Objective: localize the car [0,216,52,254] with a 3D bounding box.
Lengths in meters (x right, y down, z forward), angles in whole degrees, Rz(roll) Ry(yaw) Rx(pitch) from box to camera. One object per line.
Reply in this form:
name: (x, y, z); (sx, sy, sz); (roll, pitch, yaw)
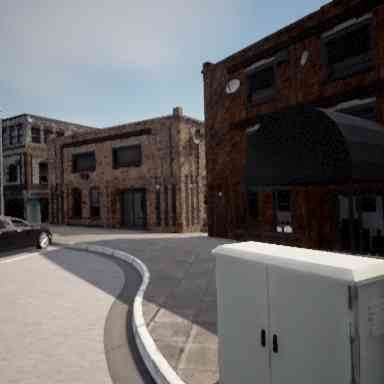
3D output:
car: (-7.524, 1.699, 12.994); (2.231, 1.521, 4.892); (-1, -1, 13)
